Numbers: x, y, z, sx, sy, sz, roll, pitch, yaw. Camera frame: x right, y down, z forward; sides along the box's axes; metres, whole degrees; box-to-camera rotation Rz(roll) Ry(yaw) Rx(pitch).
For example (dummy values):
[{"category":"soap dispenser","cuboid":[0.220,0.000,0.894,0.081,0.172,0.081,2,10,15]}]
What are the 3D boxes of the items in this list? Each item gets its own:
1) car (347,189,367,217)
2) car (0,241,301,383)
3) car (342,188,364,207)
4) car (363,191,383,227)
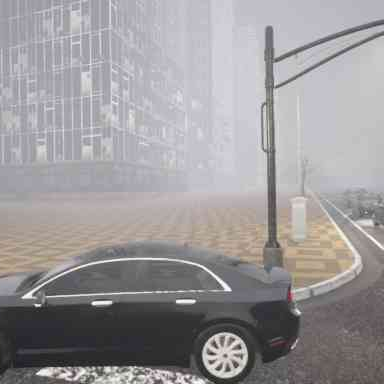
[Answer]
[{"category":"car","cuboid":[11.197,0.759,20.631,1.994,1.385,4.181,-1,2,17]},{"category":"car","cuboid":[-1.002,1.505,4.746,4.892,1.490,1.837,0,0,0]},{"category":"car","cuboid":[13.214,0.453,26.688,2.128,1.511,4.902,-1,2,18]},{"category":"car","cuboid":[9.124,0.928,14.345,2.128,1.511,4.902,-1,2,18]}]
